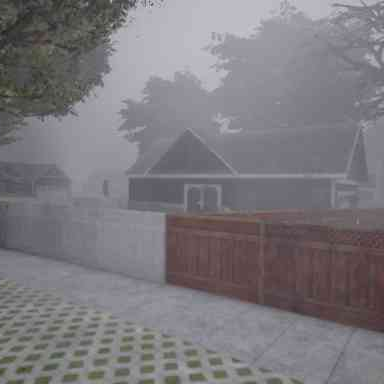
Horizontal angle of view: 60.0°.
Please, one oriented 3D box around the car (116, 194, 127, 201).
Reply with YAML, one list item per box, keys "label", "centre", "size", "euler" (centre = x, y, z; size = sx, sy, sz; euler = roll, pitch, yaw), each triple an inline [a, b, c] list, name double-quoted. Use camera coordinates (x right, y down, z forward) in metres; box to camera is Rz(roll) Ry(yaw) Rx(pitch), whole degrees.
- label: "car"
  centre: [-8.770, 1.080, 43.481]
  size: [1.837, 1.490, 4.892]
  euler: [2, 1, 35]
